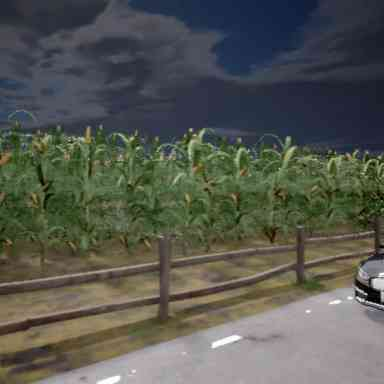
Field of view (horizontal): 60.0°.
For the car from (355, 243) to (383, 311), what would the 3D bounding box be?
[{"bbox_3d":[5.251,1.472,6.809,4.902,1.511,2.128,0,0,-35],"label":"car"}]
